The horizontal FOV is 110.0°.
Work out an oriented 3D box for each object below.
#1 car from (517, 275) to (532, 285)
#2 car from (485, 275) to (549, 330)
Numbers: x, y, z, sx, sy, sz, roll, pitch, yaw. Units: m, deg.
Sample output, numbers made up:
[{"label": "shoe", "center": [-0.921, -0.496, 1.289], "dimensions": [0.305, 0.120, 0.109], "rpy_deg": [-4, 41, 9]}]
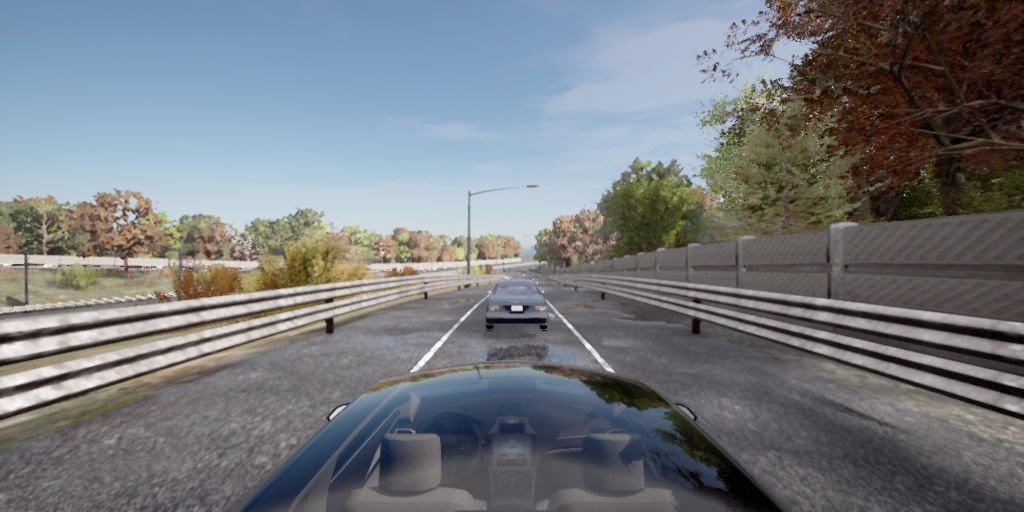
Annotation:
[{"label": "car", "center": [1.878, 3.413, 51.097], "dimensions": [1.895, 1.301, 4.718], "rpy_deg": [0, -3, 4]}, {"label": "car", "center": [0.144, 1.475, 11.813], "dimensions": [2.033, 1.411, 5.357], "rpy_deg": [0, -2, 0]}]
